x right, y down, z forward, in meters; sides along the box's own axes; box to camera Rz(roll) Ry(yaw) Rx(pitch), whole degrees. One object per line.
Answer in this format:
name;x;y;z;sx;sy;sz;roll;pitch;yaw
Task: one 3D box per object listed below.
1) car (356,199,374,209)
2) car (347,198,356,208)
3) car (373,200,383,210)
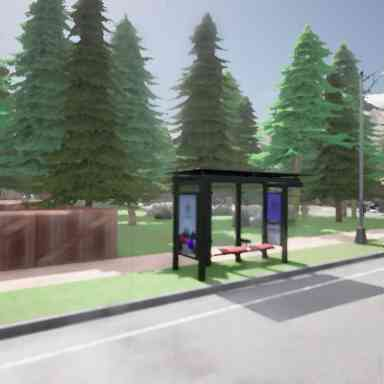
car;26.992;1.641;49.529;4.605;1.855;1.932;1;0;-37
car;25.175;1.638;51.309;3.866;1.878;1.905;1;0;-37
car;22.248;1.731;34.395;2.033;1.411;5.357;1;0;-37
